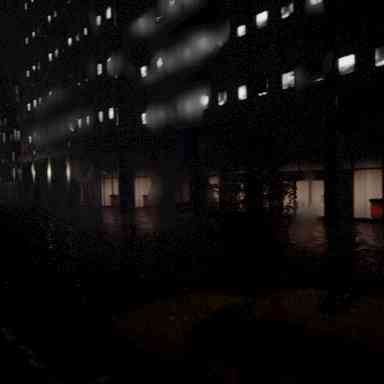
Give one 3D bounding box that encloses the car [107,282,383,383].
[{"bbox_3d":[1.012,1.445,2.832,1.752,1.417,4.829,-3,2,-44],"label":"car"}]
